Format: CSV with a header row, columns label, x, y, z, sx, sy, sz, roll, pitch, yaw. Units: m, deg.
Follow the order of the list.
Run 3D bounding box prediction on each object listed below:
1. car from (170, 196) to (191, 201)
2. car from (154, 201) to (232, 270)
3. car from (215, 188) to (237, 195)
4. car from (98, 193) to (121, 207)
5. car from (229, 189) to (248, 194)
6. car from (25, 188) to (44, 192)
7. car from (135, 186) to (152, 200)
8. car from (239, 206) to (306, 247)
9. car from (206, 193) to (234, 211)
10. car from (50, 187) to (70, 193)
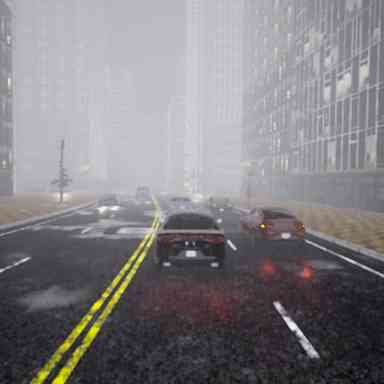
label,x,y,z,sx,sy,sz,roll,pitch,yaw
car,-0.903,1.018,25.669,2.033,1.411,5.357,0,1,-5
car,-0.046,1.269,10.353,1.882,1.535,5.008,1,1,-1
car,8.126,-0.101,81.699,5.009,1.841,2.192,1,2,-7
car,-8.628,0.777,35.053,1.994,1.385,4.181,0,1,-7
car,12.580,-0.128,90.660,4.829,1.417,1.752,1,2,-7
car,-36.174,-0.491,76.408,4.206,1.307,1.802,1,2,-7
car,-7.216,0.150,49.207,2.150,2.045,5.566,0,1,-7
car,3.114,1.285,13.529,1.812,1.442,4.674,1,0,-2
car,2.123,1.047,28.172,1.895,1.301,4.718,0,1,-5
car,-30.523,-0.421,77.034,4.313,1.339,1.947,1,2,-7
